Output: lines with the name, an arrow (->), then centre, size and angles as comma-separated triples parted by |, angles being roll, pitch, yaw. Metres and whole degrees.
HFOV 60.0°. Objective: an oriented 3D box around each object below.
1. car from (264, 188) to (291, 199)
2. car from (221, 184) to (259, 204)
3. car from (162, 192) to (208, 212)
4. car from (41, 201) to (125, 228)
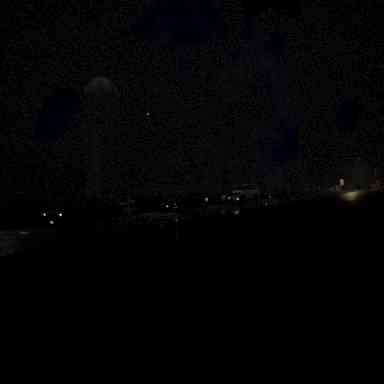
car -> 11.523, 0.180, 44.548 | 2.033, 1.411, 5.357 | -2, 1, 36
car -> 5.315, 0.183, 35.901 | 2.150, 2.045, 5.566 | -2, 1, 36
car -> -0.528, 0.795, 27.694 | 1.837, 1.490, 4.892 | -2, 1, 36
car -> -6.272, 1.227, 19.544 | 1.895, 1.301, 4.718 | -2, 1, 34
